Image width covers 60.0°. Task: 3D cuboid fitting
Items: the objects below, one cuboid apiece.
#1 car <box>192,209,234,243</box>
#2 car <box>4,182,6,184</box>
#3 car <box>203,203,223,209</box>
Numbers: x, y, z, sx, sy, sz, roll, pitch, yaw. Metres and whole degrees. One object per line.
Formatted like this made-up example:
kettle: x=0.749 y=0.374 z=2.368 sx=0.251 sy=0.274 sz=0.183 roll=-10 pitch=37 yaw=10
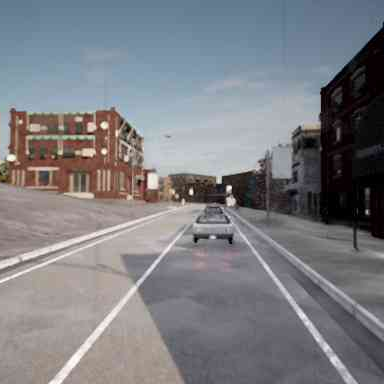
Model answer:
car: x=1.066 y=1.752 z=16.994 sx=1.895 sy=1.301 sz=4.718 roll=0 pitch=-1 yaw=3
car: x=-35.466 y=-1.134 z=61.601 sx=2.163 sy=1.488 sz=4.792 roll=1 pitch=-4 yaw=-14
car: x=2.229 y=1.938 z=35.440 sx=2.128 sy=1.511 sz=4.902 roll=0 pitch=-1 yaw=4
